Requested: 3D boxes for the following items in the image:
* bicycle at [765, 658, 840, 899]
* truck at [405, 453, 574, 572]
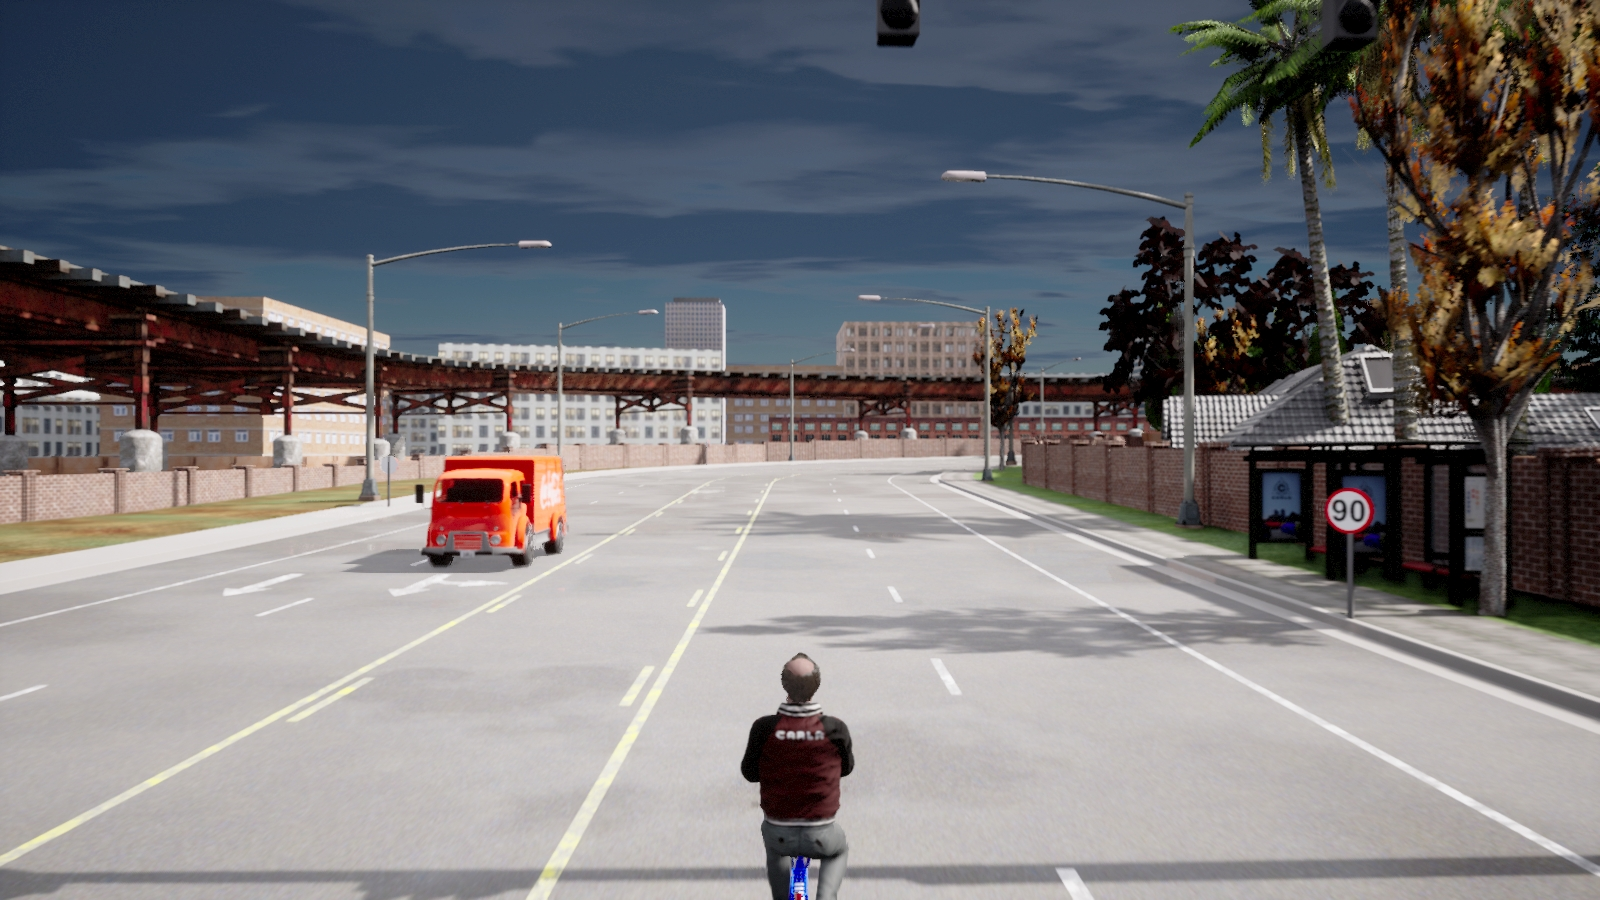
[{"bbox_3d":[0.015,1.997,5.925,0.329,1.496,1.835,0,0,0],"label":"bicycle"},{"bbox_3d":[-7.102,1.334,26.844,2.627,2.467,5.204,0,0,-1],"label":"truck"}]
